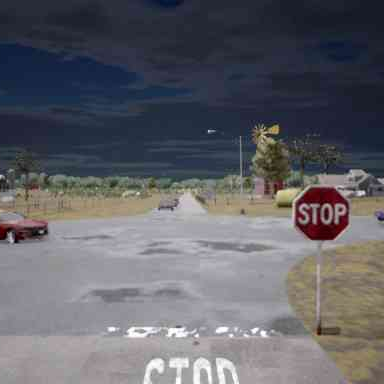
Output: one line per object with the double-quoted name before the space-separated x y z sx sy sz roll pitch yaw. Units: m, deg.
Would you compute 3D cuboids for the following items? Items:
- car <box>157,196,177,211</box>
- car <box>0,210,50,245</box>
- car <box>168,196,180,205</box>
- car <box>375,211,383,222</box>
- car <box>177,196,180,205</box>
"car" -3.125 1.486 40.683 1.837 1.490 4.892 0 0 -1
"car" -9.558 1.682 16.847 5.008 1.535 1.882 -1 0 21
"car" -3.270 1.499 60.796 1.837 1.490 4.892 0 0 0
"car" 13.044 1.285 18.578 4.718 1.301 1.895 -1 1 -1
"car" -3.224 1.548 50.410 1.994 1.385 4.181 0 0 0
